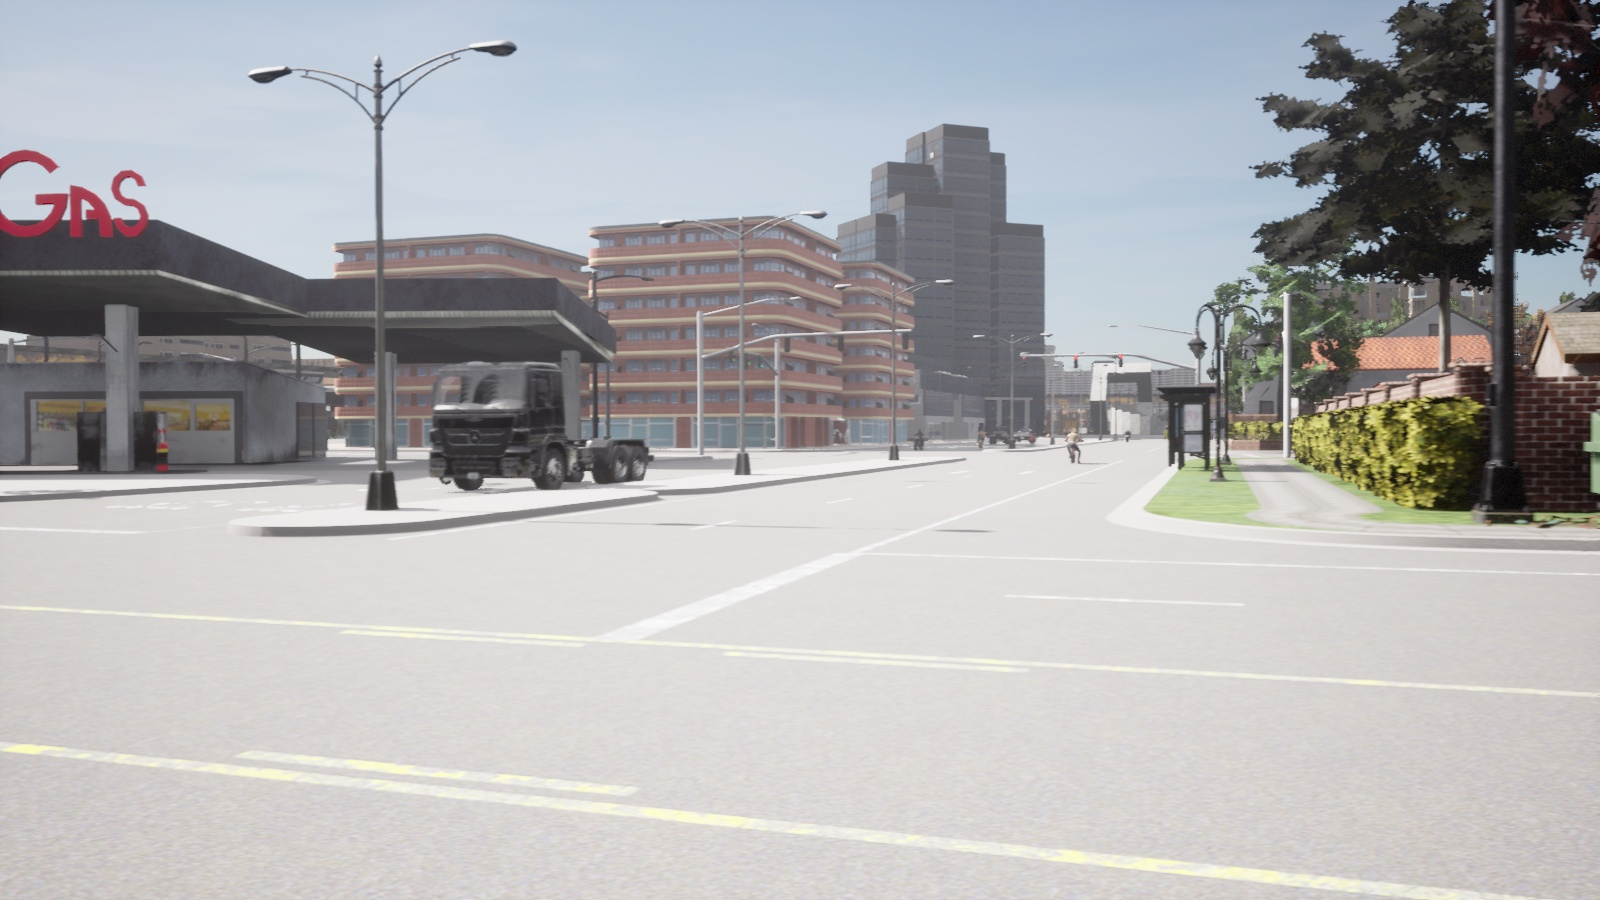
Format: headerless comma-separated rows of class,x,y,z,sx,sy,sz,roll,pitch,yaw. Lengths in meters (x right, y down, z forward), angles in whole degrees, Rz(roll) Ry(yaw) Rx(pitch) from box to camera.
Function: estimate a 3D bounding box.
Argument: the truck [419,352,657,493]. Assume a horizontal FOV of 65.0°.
truck,-7.008,-0.743,35.051,2.891,3.462,7.936,1,1,18
